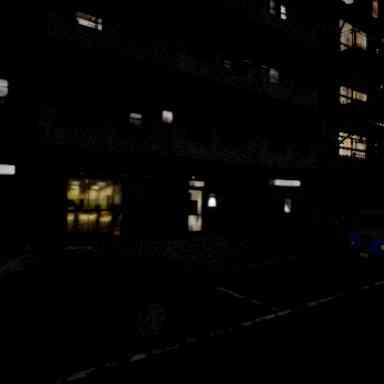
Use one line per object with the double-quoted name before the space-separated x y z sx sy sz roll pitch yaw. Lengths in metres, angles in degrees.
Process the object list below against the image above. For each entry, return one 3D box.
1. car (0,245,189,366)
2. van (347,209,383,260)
"car" -2.151 1.556 5.017 4.507 1.381 1.887 1 0 -35
"van" 7.074 1.469 11.585 3.998 1.788 1.690 1 0 -35
